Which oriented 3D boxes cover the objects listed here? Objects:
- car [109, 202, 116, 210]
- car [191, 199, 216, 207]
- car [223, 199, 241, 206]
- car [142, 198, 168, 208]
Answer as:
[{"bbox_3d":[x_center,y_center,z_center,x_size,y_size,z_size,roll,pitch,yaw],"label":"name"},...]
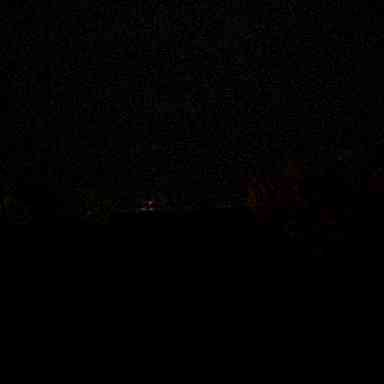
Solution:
[{"bbox_3d":[-12.404,1.719,44.359,1.837,1.490,4.892,-1,-1,36],"label":"car"},{"bbox_3d":[2.070,1.933,58.210,2.033,1.411,5.357,-1,-1,36],"label":"car"},{"bbox_3d":[8.149,2.103,66.716,1.895,1.301,4.718,-1,-1,36],"label":"car"},{"bbox_3d":[-5.867,1.688,53.410,2.097,1.767,4.553,-1,-1,36],"label":"car"}]
